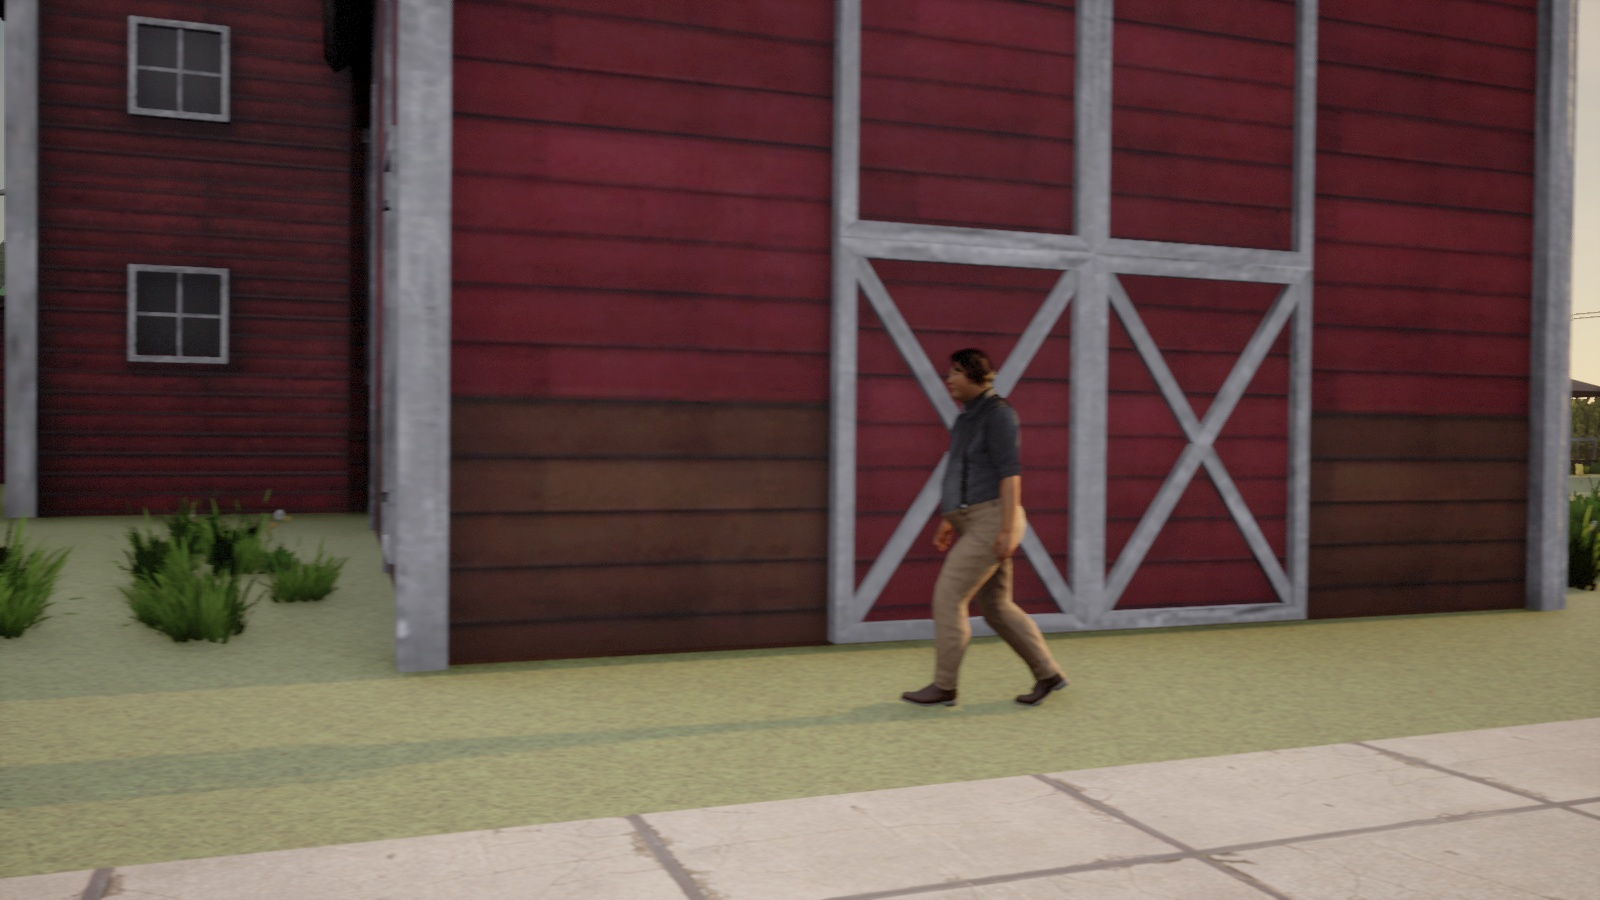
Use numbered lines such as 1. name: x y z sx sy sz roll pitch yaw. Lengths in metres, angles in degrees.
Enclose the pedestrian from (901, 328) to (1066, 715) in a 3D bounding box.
1. pedestrian: 0.906 0.335 6.293 0.694 1.848 0.540 -1 1 -5
